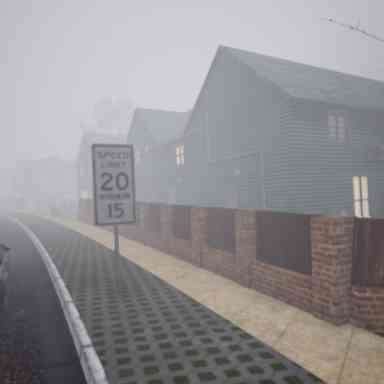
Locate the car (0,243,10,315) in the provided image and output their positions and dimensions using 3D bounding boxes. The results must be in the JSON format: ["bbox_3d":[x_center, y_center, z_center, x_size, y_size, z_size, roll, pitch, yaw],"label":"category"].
[{"bbox_3d":[-4.889,1.638,6.979,1.895,1.301,4.718,-2,1,-28],"label":"car"}]
